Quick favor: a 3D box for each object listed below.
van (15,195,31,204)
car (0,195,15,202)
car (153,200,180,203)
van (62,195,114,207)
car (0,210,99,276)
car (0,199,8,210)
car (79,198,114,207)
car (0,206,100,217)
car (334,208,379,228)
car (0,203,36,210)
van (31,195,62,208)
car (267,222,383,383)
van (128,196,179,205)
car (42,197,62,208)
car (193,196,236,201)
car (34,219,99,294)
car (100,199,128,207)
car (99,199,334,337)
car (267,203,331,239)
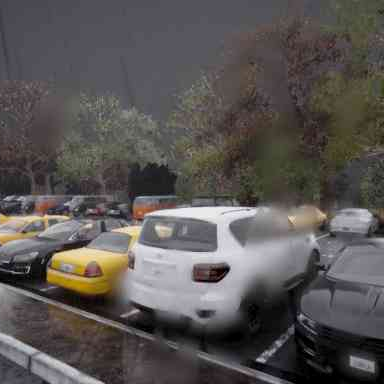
[{"bbox_3d":[-16.005,1.344,35.592,1.878,1.987,4.442,0,0,36],"label":"van"},{"bbox_3d":[-18.196,1.333,37.288,2.435,2.045,5.566,0,0,36],"label":"car"},{"bbox_3d":[-0.257,1.556,24.290,2.163,1.488,4.792,0,0,36],"label":"car"},{"bbox_3d":[-9.258,1.302,30.713,1.878,1.987,4.442,0,0,36],"label":"van"},{"bbox_3d":[-3.446,1.554,10.491,2.231,1.521,4.892,0,0,36],"label":"car"},{"bbox_3d":[-27.251,1.684,43.888,2.002,1.452,4.674,0,0,36],"label":"car"},{"bbox_3d":[-6.948,1.548,29.209,2.163,1.488,4.792,0,0,36],"label":"car"},{"bbox_3d":[-5.807,1.540,11.965,1.946,1.575,5.366,0,0,36],"label":"car"},{"bbox_3d":[8.729,1.604,17.810,2.002,1.452,4.674,0,0,36],"label":"car"},{"bbox_3d":[-10.400,1.524,15.294,1.946,1.575,5.366,0,0,36],"label":"car"},{"bbox_3d":[-13.625,1.329,34.155,1.878,1.987,4.442,0,0,36],"label":"van"},{"bbox_3d":[3.297,1.580,5.604,2.097,1.535,5.008,0,0,36],"label":"car"},{"bbox_3d":[-2.515,1.294,26.105,1.878,1.987,4.442,0,0,36],"label":"van"},{"bbox_3d":[-11.446,1.539,32.439,2.097,1.535,5.008,0,0,36],"label":"car"},{"bbox_3d":[2.020,1.285,22.711,2.435,2.045,5.566,0,0,36],"label":"car"},{"bbox_3d":[-1.093,1.559,9.007,1.946,1.575,5.366,0,0,36],"label":"car"},{"bbox_3d":[-4.811,1.546,27.660,2.163,1.488,4.792,0,0,36],"label":"car"},{"bbox_3d":[1.064,1.320,7.251,2.435,2.045,5.566,0,0,36],"label":"car"},{"bbox_3d":[6.379,1.552,19.288,1.946,1.575,5.366,0,0,36],"label":"car"}]
